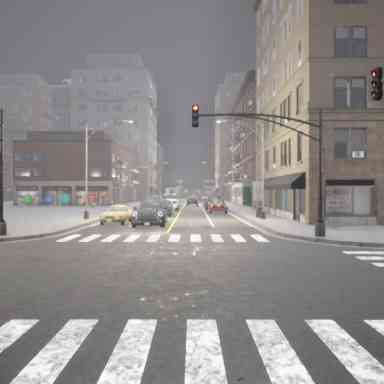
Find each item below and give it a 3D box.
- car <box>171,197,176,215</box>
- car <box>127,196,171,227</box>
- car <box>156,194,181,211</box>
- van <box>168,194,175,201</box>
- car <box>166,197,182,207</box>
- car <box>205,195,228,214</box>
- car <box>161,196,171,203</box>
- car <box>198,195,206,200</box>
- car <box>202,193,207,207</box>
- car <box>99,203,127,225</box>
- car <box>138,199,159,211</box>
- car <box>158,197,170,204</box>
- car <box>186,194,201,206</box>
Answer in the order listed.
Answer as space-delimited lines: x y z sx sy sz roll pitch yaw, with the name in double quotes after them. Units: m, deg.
-2.804 1.506 31.615 1.837 1.490 4.892 0 0 0 "car"
-2.777 1.352 22.427 2.097 1.767 4.553 0 0 -1 "car"
-2.760 1.223 41.427 2.150 2.045 5.566 0 0 0 "car"
-5.290 1.349 86.390 1.690 1.788 3.998 0 0 0 "van"
-2.747 1.550 51.846 2.033 1.411 5.357 0 0 1 "car"
2.677 1.441 35.423 1.967 1.590 4.097 0 0 0 "car"
-5.309 1.530 69.235 1.752 1.417 4.829 0 0 0 "car"
2.742 1.575 92.042 1.947 1.339 4.313 0 0 0 "car"
2.683 1.317 41.085 2.192 1.841 5.009 0 0 0 "car"
-5.361 1.526 23.939 1.752 1.417 4.829 0 0 0 "car"
-5.342 1.552 41.095 2.008 1.369 4.403 0 0 0 "car"
-5.316 1.586 63.743 1.802 1.307 4.206 0 0 0 "car"
0.062 1.508 54.044 1.837 1.490 4.892 0 0 0 "car"
